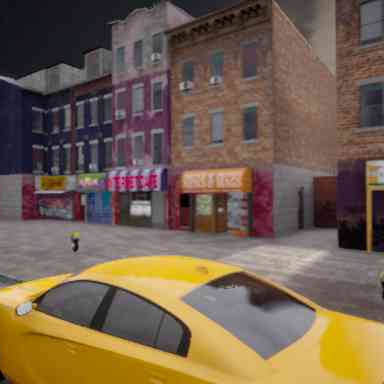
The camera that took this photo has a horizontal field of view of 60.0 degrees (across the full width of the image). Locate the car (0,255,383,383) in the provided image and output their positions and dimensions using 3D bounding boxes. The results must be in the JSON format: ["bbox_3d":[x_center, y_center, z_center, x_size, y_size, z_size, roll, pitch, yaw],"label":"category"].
[{"bbox_3d":[-0.581,1.473,3.687,5.008,1.535,1.882,0,0,36],"label":"car"}]
